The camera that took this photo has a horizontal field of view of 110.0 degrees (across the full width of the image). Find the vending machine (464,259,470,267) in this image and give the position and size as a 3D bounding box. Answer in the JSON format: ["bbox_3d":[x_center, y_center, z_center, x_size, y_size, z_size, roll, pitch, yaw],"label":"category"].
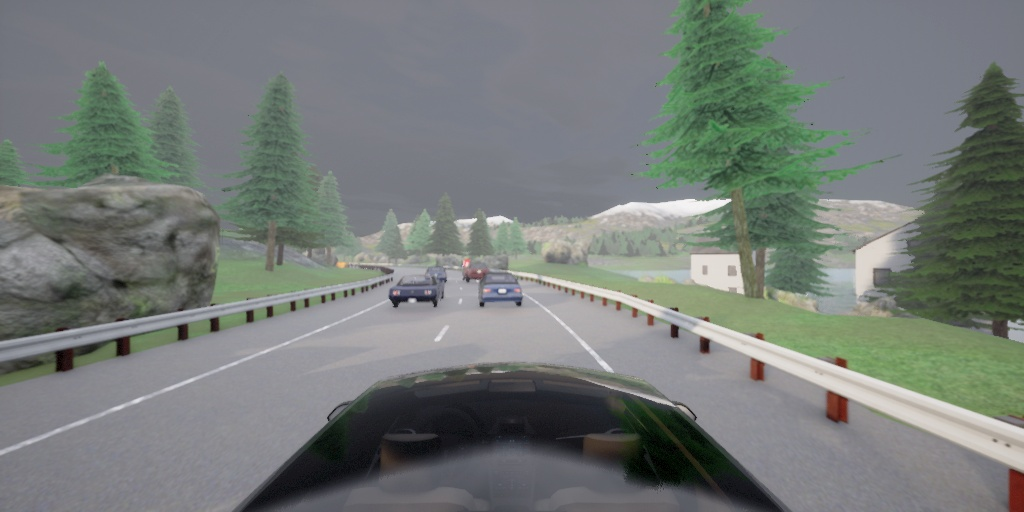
[{"bbox_3d":[-7.373,1.471,58.648,1.100,2.100,0.880,0,0,-25],"label":"vending machine"}]

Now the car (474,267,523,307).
[{"bbox_3d":[-0.628,1.433,16.502,2.033,1.411,5.357,0,0,-6],"label":"car"}]

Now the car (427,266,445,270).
[{"bbox_3d":[-6.606,1.570,31.156,2.033,1.411,5.357,0,-1,-13],"label":"car"}]

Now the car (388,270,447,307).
[{"bbox_3d":[-4.125,1.486,16.266,1.895,1.301,4.718,0,0,-6],"label":"car"}]

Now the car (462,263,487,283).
[{"bbox_3d":[-3.220,1.380,32.035,2.097,1.767,4.553,0,-1,-13],"label":"car"}]
